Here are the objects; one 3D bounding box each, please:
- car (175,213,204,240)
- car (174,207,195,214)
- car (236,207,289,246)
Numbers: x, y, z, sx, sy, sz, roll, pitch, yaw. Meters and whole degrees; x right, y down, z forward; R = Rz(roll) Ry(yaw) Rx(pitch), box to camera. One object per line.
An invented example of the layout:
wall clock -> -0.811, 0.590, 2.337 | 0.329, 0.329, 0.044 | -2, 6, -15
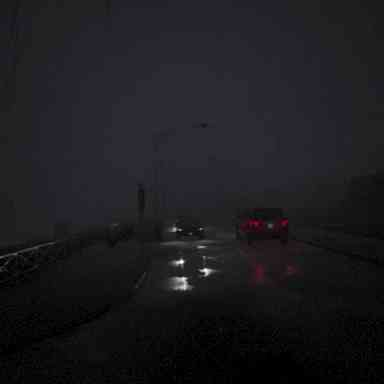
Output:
car -> -0.198, 2.513, 23.831 | 1.812, 1.442, 4.674 | -2, -2, -3
car -> -0.838, 2.862, 39.425 | 2.150, 2.045, 5.566 | -2, -3, -2
car -> 3.936, 1.902, 19.319 | 2.150, 2.045, 5.566 | -2, -3, -1
